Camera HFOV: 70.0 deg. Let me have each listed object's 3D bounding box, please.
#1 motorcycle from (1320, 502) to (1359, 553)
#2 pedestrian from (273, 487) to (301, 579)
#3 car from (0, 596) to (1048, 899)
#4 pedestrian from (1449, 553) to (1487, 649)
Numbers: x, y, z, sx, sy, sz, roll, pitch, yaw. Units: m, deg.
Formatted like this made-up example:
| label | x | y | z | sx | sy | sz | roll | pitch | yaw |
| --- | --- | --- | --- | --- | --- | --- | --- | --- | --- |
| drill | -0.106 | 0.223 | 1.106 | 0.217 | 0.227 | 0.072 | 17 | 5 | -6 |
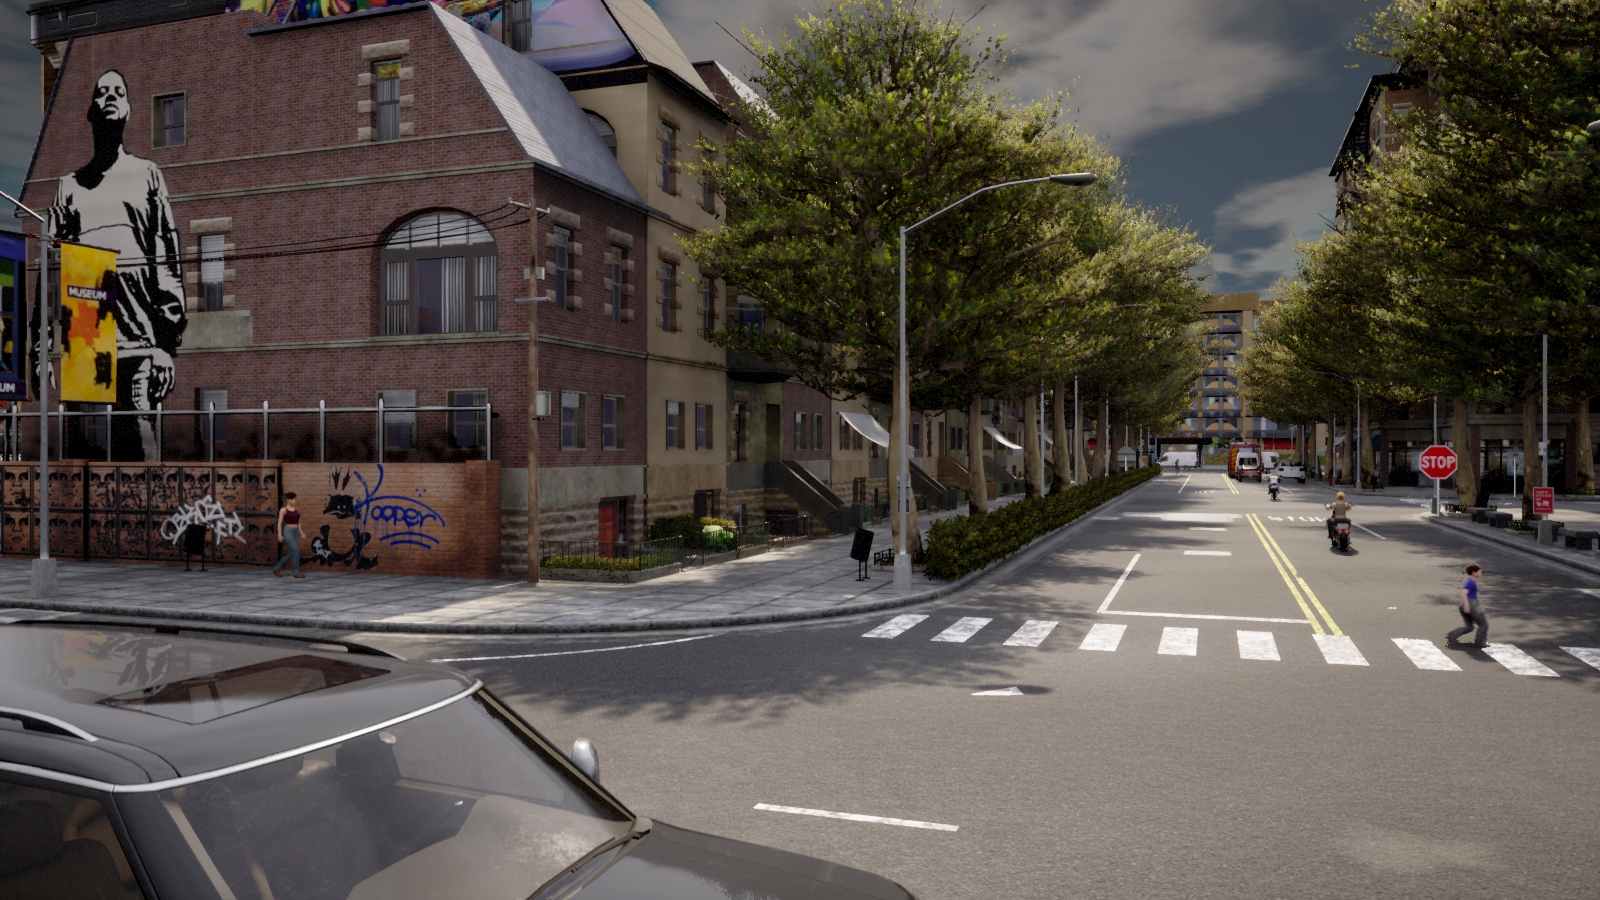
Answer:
| label | x | y | z | sx | sy | sz | roll | pitch | yaw |
| --- | --- | --- | --- | --- | --- | --- | --- | --- | --- |
| motorcycle | 15.262 | 2.169 | 32.359 | 0.764 | 1.277 | 2.356 | 0 | 0 | 20 |
| pedestrian | -10.572 | 1.703 | 23.553 | 0.375 | 1.860 | 0.375 | 0 | 0 | 22 |
| car | -2.100 | 1.786 | 4.031 | 5.566 | 2.045 | 2.150 | 0 | 0 | 20 |
| pedestrian | 9.471 | 2.128 | 16.205 | 0.375 | 1.300 | 0.375 | 0 | 0 | 15 |
